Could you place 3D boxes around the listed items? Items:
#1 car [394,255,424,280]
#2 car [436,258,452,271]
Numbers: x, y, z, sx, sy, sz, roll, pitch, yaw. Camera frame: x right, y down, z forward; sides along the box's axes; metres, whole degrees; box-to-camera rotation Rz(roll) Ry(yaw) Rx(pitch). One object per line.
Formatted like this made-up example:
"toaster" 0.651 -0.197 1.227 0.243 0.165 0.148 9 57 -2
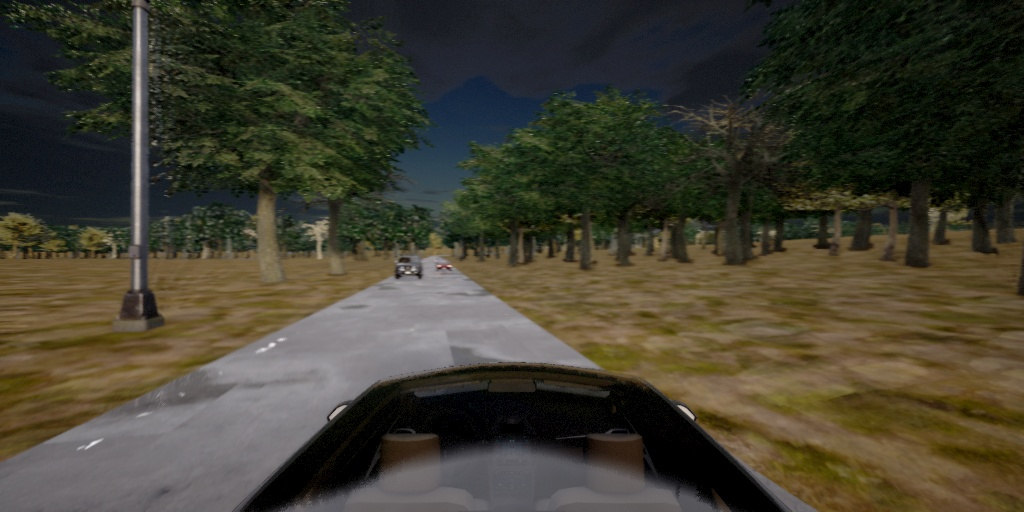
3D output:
"car" -8.843 0.943 31.194 2.150 2.045 5.566 0 0 -12
"car" -8.914 1.253 46.910 1.895 1.301 4.718 0 0 -12
